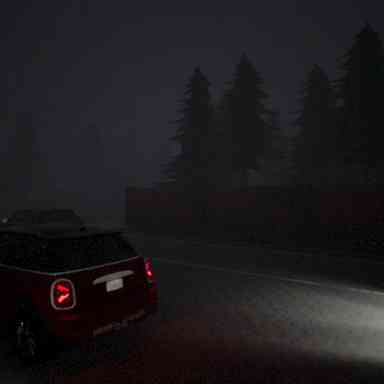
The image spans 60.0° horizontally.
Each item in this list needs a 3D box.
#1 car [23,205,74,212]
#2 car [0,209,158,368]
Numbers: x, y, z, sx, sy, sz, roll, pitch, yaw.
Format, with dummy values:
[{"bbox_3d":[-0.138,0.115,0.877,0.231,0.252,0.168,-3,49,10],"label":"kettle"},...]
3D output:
[{"bbox_3d":[-6.028,1.370,12.868,4.553,1.767,2.097,0,0,39],"label":"car"},{"bbox_3d":[-2.841,1.360,6.019,4.553,1.767,2.097,0,0,35],"label":"car"}]
